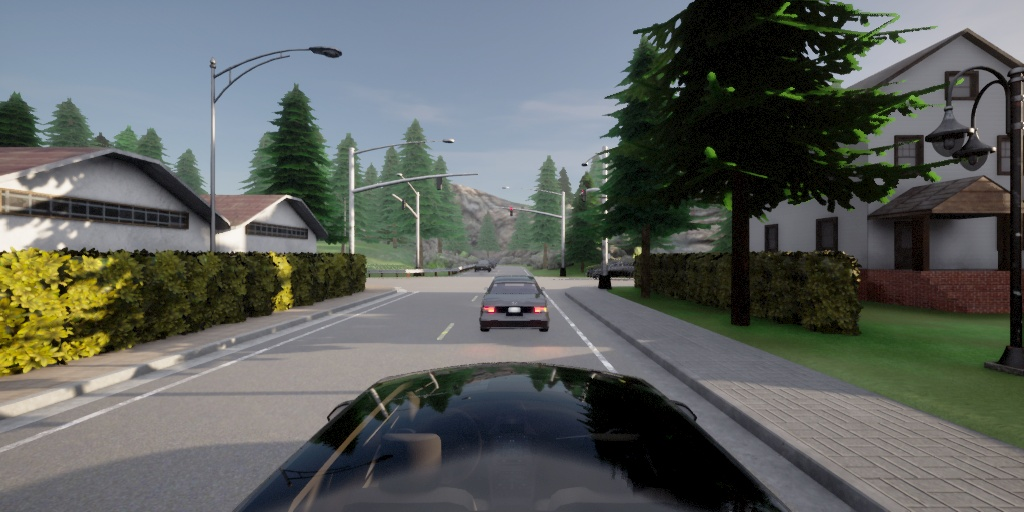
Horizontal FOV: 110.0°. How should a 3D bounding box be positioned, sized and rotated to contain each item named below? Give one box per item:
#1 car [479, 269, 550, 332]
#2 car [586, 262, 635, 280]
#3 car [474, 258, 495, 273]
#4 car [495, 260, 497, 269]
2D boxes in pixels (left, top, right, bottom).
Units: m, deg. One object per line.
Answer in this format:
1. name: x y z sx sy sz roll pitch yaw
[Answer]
1. car: 0.071 1.297 10.848 2.033 1.411 5.357 0 0 0
2. car: 8.676 1.226 29.967 4.902 1.511 2.128 0 0 0
3. car: -3.583 1.228 44.913 1.882 1.535 5.008 0 0 0
4. car: -3.548 1.351 55.238 1.895 1.301 4.718 0 0 0
